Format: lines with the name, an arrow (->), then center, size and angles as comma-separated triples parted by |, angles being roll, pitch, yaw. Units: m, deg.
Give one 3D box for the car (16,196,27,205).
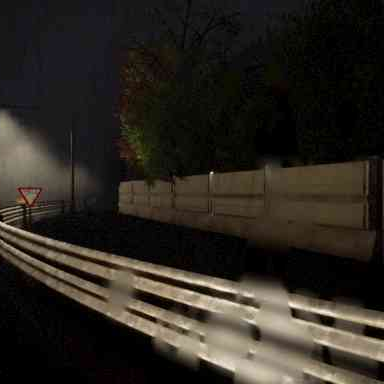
car -> -28.932, 1.475, 57.639 | 1.882, 1.535, 5.008 | 0, 0, -14
